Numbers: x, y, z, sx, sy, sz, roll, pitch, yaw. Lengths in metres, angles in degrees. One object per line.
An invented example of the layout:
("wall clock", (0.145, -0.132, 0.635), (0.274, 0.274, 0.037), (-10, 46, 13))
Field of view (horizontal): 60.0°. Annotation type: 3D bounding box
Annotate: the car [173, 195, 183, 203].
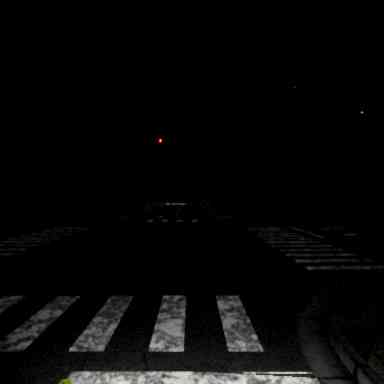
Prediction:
("car", (-2.868, 1.453, 69.461), (2.097, 1.767, 4.553), (0, 0, 0))
